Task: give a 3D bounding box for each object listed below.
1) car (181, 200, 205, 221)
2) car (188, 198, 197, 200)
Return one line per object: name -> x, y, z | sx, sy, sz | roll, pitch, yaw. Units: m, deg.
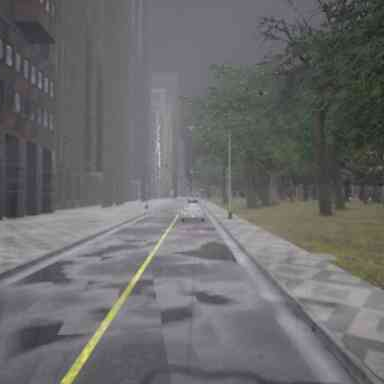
car -> 0.079, 1.677, 28.376 | 1.812, 1.442, 4.674 | 0, 0, 1
car -> 0.129, 1.739, 56.417 | 1.882, 1.535, 5.008 | 0, -1, 0
